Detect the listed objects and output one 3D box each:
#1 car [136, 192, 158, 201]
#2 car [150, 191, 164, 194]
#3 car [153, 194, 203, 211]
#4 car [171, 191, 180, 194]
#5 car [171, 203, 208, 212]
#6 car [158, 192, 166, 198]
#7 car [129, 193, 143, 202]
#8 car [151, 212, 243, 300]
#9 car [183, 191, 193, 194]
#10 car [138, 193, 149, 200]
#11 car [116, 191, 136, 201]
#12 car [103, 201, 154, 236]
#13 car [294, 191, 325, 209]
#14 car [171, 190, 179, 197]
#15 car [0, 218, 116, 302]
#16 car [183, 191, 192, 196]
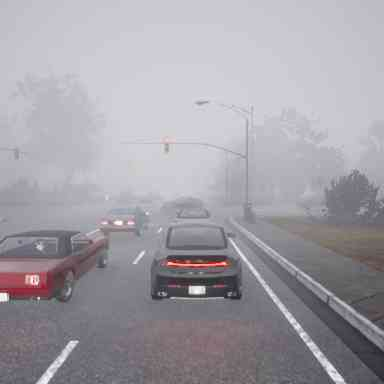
[{"bbox_3d":[-7.192,1.159,53.277,2.033,1.411,5.357,0,0,0],"label":"car"},{"bbox_3d":[-7.166,0.742,63.452,2.150,2.045,5.566,0,1,-1],"label":"car"},{"bbox_3d":[-1.096,1.252,34.574,4.902,1.511,2.128,-1,0,-34],"label":"car"},{"bbox_3d":[-4.143,0.614,84.681,2.097,1.767,4.553,0,1,-4],"label":"car"},{"bbox_3d":[0.080,1.499,17.628,1.895,1.301,4.718,0,0,0],"label":"car"},{"bbox_3d":[-7.602,0.792,83.911,1.812,1.442,4.674,0,1,-3],"label":"car"},{"bbox_3d":[-10.676,0.996,63.683,1.882,1.535,5.008,0,1,0],"label":"car"},{"bbox_3d":[0.088,1.474,8.315,1.837,1.490,4.892,0,0,0],"label":"car"},{"bbox_3d":[-0.671,0.795,85.235,1.994,1.385,4.181,0,1,-4],"label":"car"},{"bbox_3d":[-10.742,1.001,73.769,1.895,1.301,4.718,0,1,-1],"label":"car"},{"bbox_3d":[-10.691,0.828,53.796,2.150,2.045,5.566,0,0,0],"label":"car"},{"bbox_3d":[-3.446,1.445,17.724,2.033,1.411,5.357,0,0,-1],"label":"car"},{"bbox_3d":[14.707,0.951,38.414,5.566,2.045,2.150,0,0,-3],"label":"car"},{"bbox_3d":[-4.912,0.464,94.749,2.097,1.767,4.553,0,1,-7],"label":"car"},{"bbox_3d":[-3.413,1.572,8.135,1.895,1.301,4.718,0,0,0],"label":"car"},{"bbox_3d":[-1.424,0.478,95.112,2.033,1.411,5.357,0,1,-7],"label":"car"}]
